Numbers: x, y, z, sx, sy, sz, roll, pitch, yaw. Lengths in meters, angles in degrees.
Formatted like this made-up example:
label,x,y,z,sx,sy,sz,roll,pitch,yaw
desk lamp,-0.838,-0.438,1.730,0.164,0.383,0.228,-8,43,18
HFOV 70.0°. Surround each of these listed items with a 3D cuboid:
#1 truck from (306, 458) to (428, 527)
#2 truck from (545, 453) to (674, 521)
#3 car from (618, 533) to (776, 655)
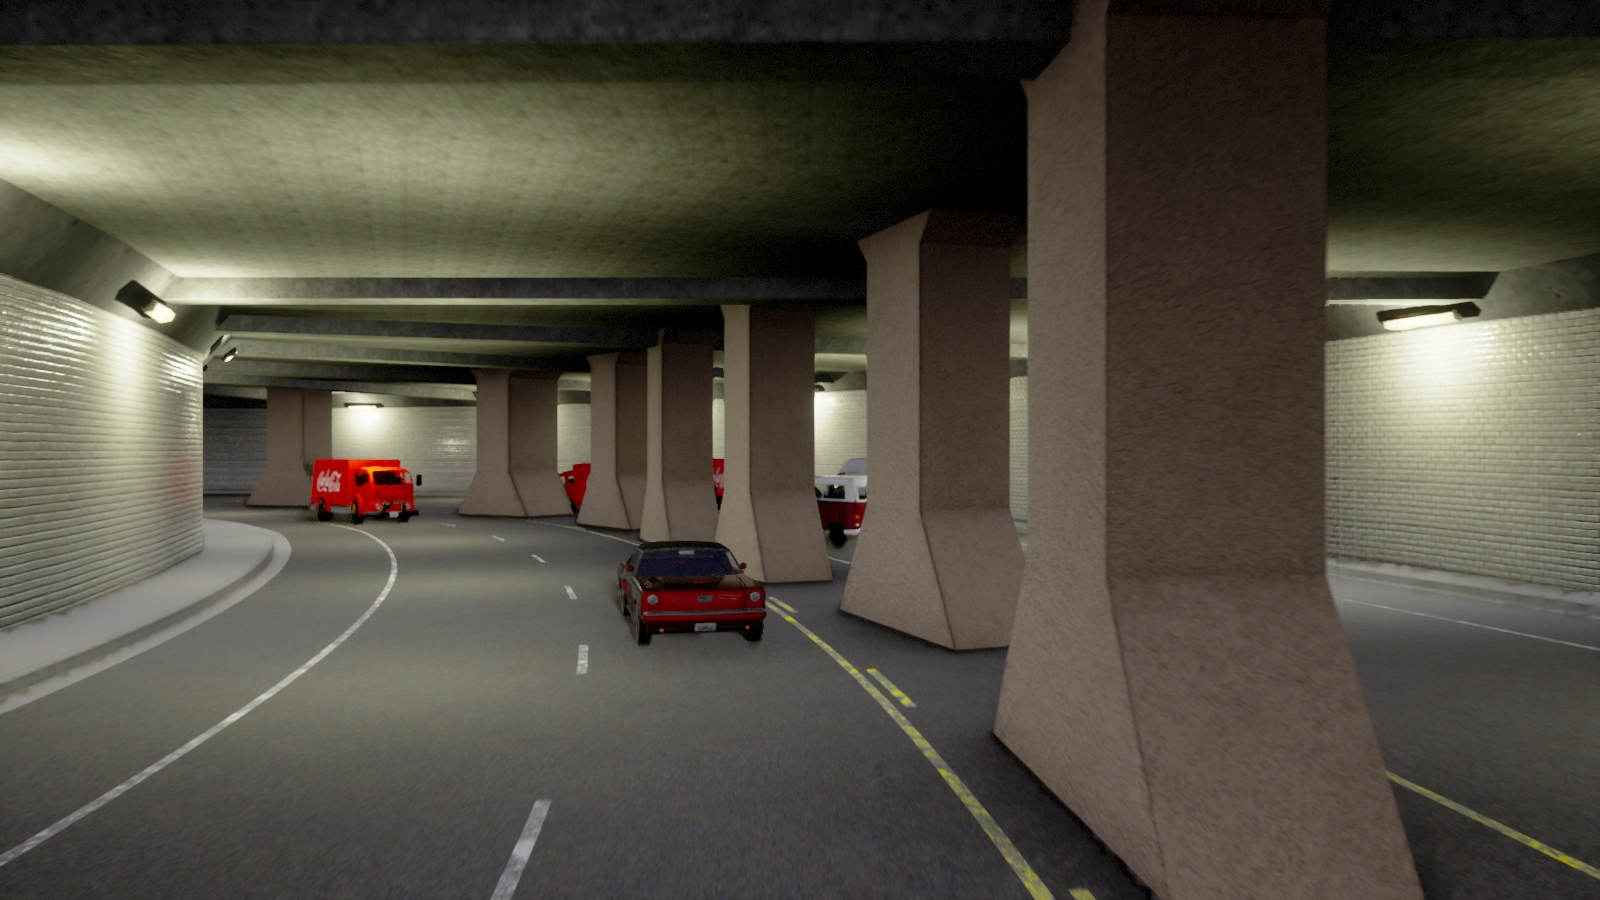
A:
label,x,y,z,sx,sy,sz,roll,pitch,yaw
truck,-16.796,1.567,44.171,2.627,2.467,5.204,1,-1,-43
truck,-8.493,1.667,50.727,5.204,2.467,2.627,-5,3,39
car,-1.783,2.155,18.115,1.895,1.301,4.718,0,0,-13
